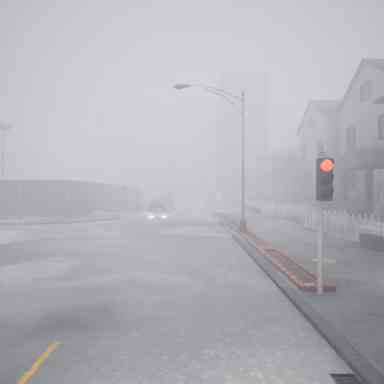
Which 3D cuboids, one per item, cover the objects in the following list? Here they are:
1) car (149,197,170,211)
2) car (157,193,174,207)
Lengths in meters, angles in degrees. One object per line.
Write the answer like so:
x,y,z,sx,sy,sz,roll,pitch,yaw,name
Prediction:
-4.083,1.601,40.949,1.895,1.301,4.718,0,0,0,car
-4.057,1.221,51.590,2.150,2.045,5.566,0,0,1,car
